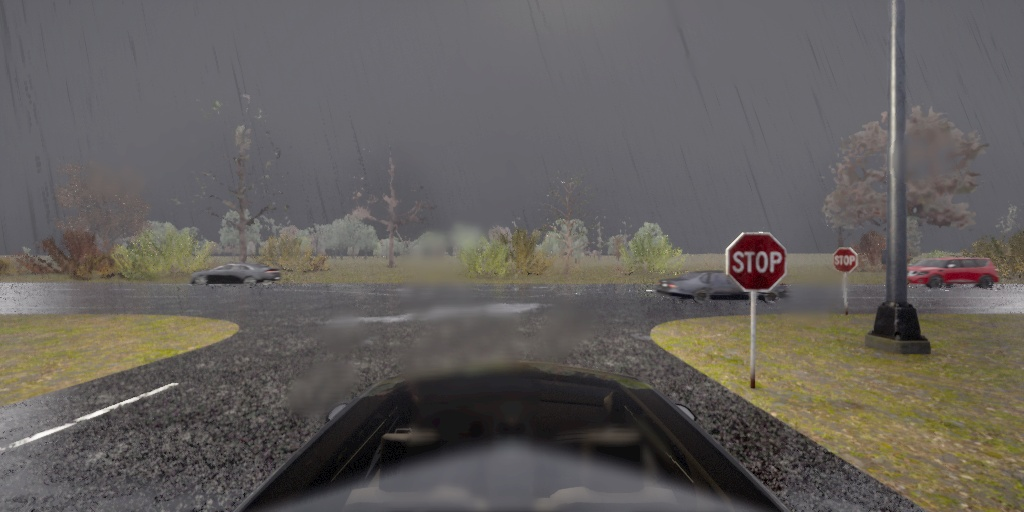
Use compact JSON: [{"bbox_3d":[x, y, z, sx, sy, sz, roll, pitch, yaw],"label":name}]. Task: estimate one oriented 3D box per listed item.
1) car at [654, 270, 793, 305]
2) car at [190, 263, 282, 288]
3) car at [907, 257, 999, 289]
[{"bbox_3d":[9.200,1.339,15.828,5.357,1.411,2.033,0,0,-2],"label":"car"},{"bbox_3d":[-16.969,1.168,22.159,4.902,1.511,2.128,0,0,-2],"label":"car"},{"bbox_3d":[28.093,1.099,23.408,5.566,2.045,2.150,0,0,-2],"label":"car"}]
